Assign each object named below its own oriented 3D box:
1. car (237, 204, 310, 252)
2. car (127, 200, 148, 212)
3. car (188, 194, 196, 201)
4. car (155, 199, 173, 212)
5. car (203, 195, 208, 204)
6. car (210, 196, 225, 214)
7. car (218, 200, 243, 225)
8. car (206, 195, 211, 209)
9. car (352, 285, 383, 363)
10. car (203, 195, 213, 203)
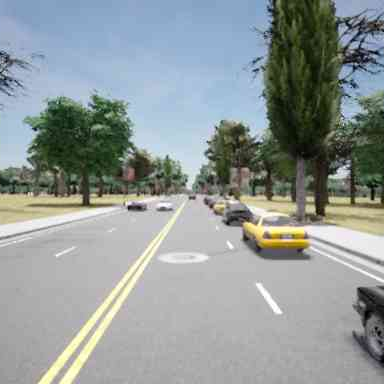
[{"bbox_3d":[3.262,1.502,13.949,1.801,1.575,5.366,0,0,0],"label":"car"},{"bbox_3d":[-6.554,1.675,39.974,1.895,1.301,4.718,0,0,0],"label":"car"},{"bbox_3d":[0.070,1.240,77.881,1.882,1.535,5.008,0,0,0],"label":"car"},{"bbox_3d":[-3.301,1.598,40.463,1.812,1.442,4.674,0,0,0],"label":"car"},{"bbox_3d":[3.302,1.497,57.784,2.163,1.488,4.792,0,0,0],"label":"car"},{"bbox_3d":[3.282,1.538,35.946,1.801,1.575,5.366,0,0,0],"label":"car"},{"bbox_3d":[3.272,1.581,24.758,1.837,1.490,4.892,0,0,0],"label":"car"},{"bbox_3d":[3.292,1.575,46.754,1.812,1.442,4.674,0,0,0],"label":"car"},{"bbox_3d":[3.355,1.611,2.933,1.895,1.301,4.718,0,0,0],"label":"car"},{"bbox_3d":[3.311,1.416,68.755,1.882,1.535,5.008,0,0,0],"label":"car"}]
